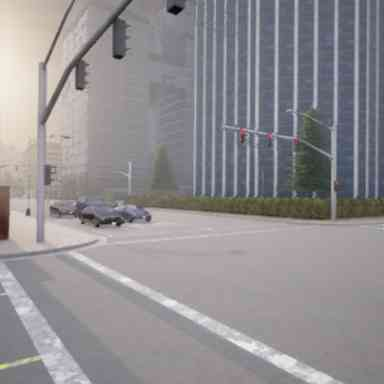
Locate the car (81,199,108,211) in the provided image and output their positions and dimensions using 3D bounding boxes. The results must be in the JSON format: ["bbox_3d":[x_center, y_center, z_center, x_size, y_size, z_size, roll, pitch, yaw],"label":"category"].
[{"bbox_3d":[-13.605,1.741,46.148,2.128,1.511,4.902,1,-1,-36],"label":"car"}]

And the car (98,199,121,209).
[{"bbox_3d":[-12.673,1.857,50.852,1.994,1.385,4.181,1,-1,-36],"label":"car"}]

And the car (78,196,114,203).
[{"bbox_3d":[-10.781,1.426,35.898,2.150,2.045,5.566,1,-1,-36],"label":"car"}]

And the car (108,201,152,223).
[{"bbox_3d":[-5.128,1.730,28.019,1.812,1.442,4.674,1,-1,-36],"label":"car"}]

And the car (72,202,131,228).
[{"bbox_3d":[-6.726,1.708,24.207,2.033,1.411,5.357,1,-1,-36],"label":"car"}]

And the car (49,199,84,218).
[{"bbox_3d":[-12.389,1.666,32.121,1.837,1.490,4.892,1,0,-36],"label":"car"}]
